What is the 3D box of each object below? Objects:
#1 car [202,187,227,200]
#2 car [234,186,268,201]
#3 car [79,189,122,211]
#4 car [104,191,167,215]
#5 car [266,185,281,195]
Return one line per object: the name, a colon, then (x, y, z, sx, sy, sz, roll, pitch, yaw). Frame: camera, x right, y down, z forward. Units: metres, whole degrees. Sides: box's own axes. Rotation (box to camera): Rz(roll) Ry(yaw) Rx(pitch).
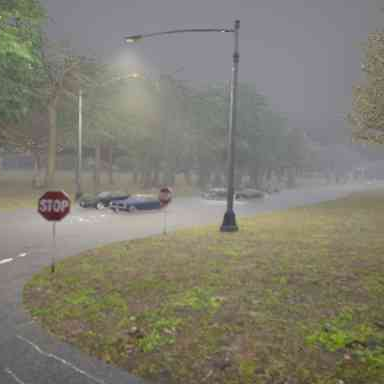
car: (3.029, 0.114, 40.662, 1.812, 1.442, 4.674, 4, 4, 35)
car: (6.953, 0.336, 40.146, 1.895, 1.301, 4.718, 4, 4, 35)
car: (-6.728, 0.544, 27.003, 1.882, 1.535, 5.008, 4, 4, 35)
car: (-3.923, 0.868, 24.932, 1.895, 1.301, 4.718, 4, 4, 35)
car: (12.879, -0.434, 54.275, 2.033, 1.411, 5.357, 4, 4, 35)
